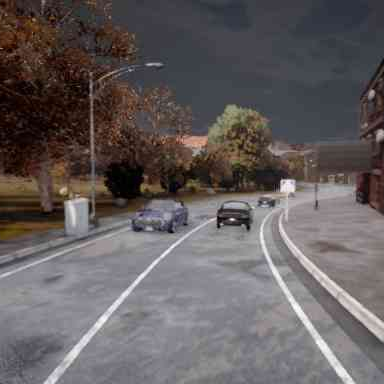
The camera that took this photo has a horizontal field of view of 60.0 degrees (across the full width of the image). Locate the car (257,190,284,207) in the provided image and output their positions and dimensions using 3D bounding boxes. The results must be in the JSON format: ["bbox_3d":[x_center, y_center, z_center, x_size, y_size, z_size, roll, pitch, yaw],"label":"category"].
[{"bbox_3d":[8.712,0.869,37.423,1.812,1.442,4.674,2,3,25],"label":"car"}]

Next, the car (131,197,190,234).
[{"bbox_3d":[-1.549,1.117,17.814,2.097,1.767,4.553,1,1,12],"label":"car"}]

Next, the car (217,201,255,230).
[{"bbox_3d":[2.704,1.269,20.068,1.882,1.535,5.008,1,1,13],"label":"car"}]

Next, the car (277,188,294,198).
[{"bbox_3d":[15.624,-0.041,56.214,2.097,1.767,4.553,4,4,36],"label":"car"}]
